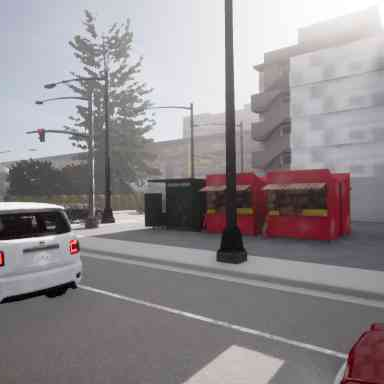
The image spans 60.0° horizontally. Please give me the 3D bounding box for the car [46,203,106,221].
[{"bbox_3d":[-10.122,1.732,29.407,1.895,1.301,4.718,-1,-1,36],"label":"car"}]

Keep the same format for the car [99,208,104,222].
[{"bbox_3d":[-8.658,1.574,25.251,2.128,1.511,4.902,-1,-1,37],"label":"car"}]

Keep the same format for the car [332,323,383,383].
[{"bbox_3d":[3.232,1.601,1.679,4.718,1.301,1.895,0,0,35],"label":"car"}]

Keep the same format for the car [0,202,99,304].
[{"bbox_3d":[-4.784,1.234,7.361,5.566,2.045,2.150,0,0,36],"label":"car"}]

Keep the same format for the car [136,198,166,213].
[{"bbox_3d":[-4.161,1.482,37.621,2.097,1.767,4.553,-1,-1,36],"label":"car"}]
